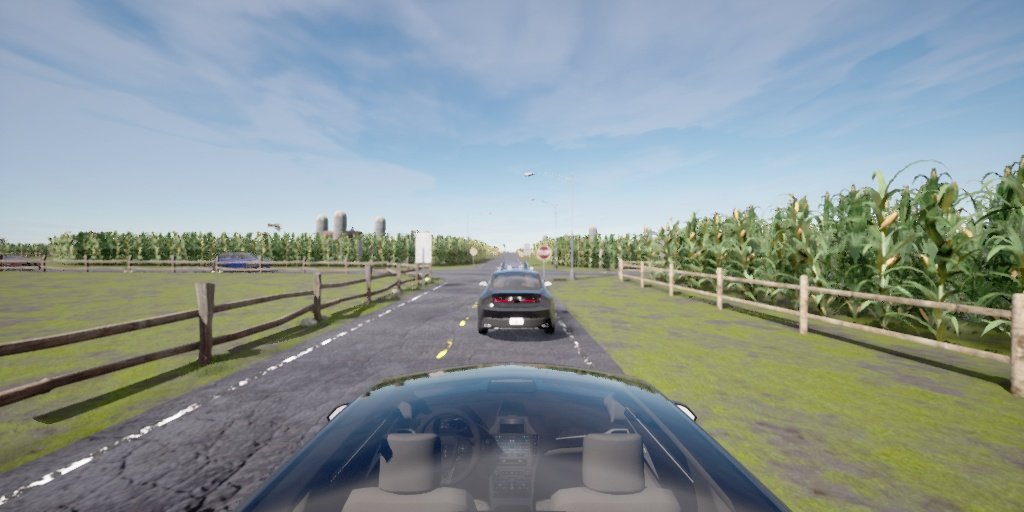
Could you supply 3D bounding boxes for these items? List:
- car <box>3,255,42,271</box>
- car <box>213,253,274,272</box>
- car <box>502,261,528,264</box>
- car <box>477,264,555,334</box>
[{"bbox_3d":[-45.551,0.615,32.580,4.181,1.385,1.994,0,0,1],"label":"car"},{"bbox_3d":[-24.083,0.512,32.313,4.553,1.767,2.097,0,0,1],"label":"car"},{"bbox_3d":[0.161,0.988,19.313,2.128,1.511,4.902,0,1,2],"label":"car"},{"bbox_3d":[0.104,1.134,10.131,1.837,1.490,4.892,0,1,0],"label":"car"}]
